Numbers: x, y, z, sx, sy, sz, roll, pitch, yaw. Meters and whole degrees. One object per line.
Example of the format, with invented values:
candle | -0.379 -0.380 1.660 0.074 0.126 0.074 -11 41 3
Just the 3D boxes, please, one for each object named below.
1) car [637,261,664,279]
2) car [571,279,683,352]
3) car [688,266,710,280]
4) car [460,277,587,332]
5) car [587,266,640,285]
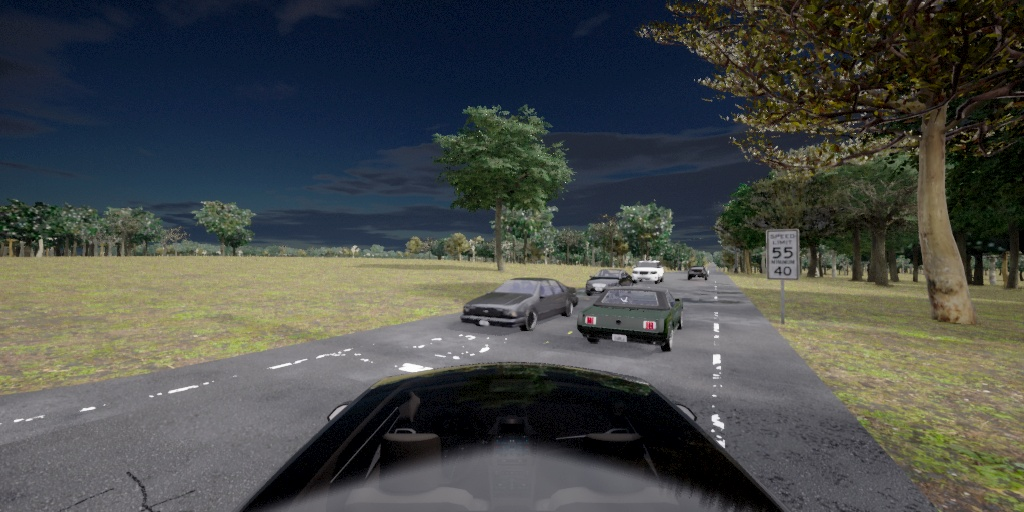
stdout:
car | 12.467 1.436 32.749 2.150 2.045 5.566 0 -1 29
car | 3.335 1.449 9.382 1.895 1.301 4.718 0 -1 30
car | 20.322 1.847 39.178 1.837 1.490 4.892 0 -1 30
car | 0.571 1.423 11.806 2.033 1.411 5.357 0 -1 29
car | 5.770 1.516 20.959 2.128 1.511 4.902 0 -1 30
